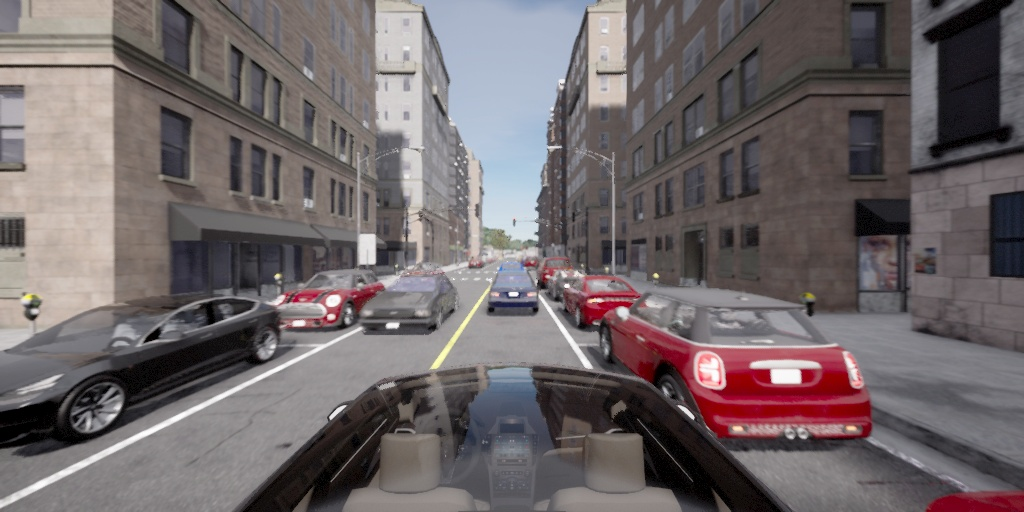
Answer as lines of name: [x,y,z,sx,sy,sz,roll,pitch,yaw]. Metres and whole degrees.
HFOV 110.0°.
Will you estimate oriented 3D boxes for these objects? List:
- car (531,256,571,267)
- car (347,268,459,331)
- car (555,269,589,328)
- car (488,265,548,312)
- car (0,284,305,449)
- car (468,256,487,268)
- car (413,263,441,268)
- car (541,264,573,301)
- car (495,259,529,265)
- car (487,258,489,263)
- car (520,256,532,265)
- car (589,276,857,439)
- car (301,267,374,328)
car: [2.616,1.004,22.443,2.192,1.841,5.009,0,0,0]
car: [-2.853,1.276,11.242,2.033,1.411,5.357,0,0,0]
car: [2.631,1.265,11.079,1.888,1.381,4.507,0,0,0]
car: [0.061,1.264,14.027,2.033,1.411,5.357,0,0,0]
car: [-5.387,1.315,5.386,1.948,1.339,4.313,0,0,0]
car: [-5.480,0.926,54.992,2.192,1.841,5.009,0,0,0]
car: [-5.409,1.142,22.432,1.967,1.591,4.097,0,0,0]
car: [2.623,1.255,16.761,2.007,1.370,4.403,0,0,0]
car: [-0.024,1.165,24.558,1.882,1.535,5.008,0,0,0]
car: [-5.485,1.161,60.495,1.948,1.339,4.313,0,0,0]
car: [2.646,0.928,49.499,2.192,1.841,5.009,0,0,0]
car: [2.638,1.176,5.397,1.967,1.591,4.097,0,0,0]
car: [-5.395,1.173,11.068,1.967,1.591,4.097,0,0,0]
